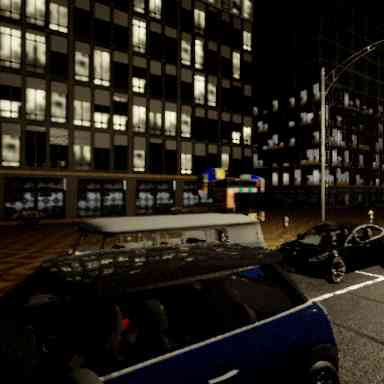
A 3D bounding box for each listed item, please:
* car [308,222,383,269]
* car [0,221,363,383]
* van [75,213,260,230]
[{"bbox_3d":[4.216,1.561,9.565,4.313,1.339,1.947,0,0,-35],"label":"car"},{"bbox_3d":[-0.796,1.352,2.811,4.553,1.767,2.097,0,0,-36],"label":"car"},{"bbox_3d":[-0.401,1.340,6.274,3.998,1.788,1.690,0,0,-35],"label":"van"}]
